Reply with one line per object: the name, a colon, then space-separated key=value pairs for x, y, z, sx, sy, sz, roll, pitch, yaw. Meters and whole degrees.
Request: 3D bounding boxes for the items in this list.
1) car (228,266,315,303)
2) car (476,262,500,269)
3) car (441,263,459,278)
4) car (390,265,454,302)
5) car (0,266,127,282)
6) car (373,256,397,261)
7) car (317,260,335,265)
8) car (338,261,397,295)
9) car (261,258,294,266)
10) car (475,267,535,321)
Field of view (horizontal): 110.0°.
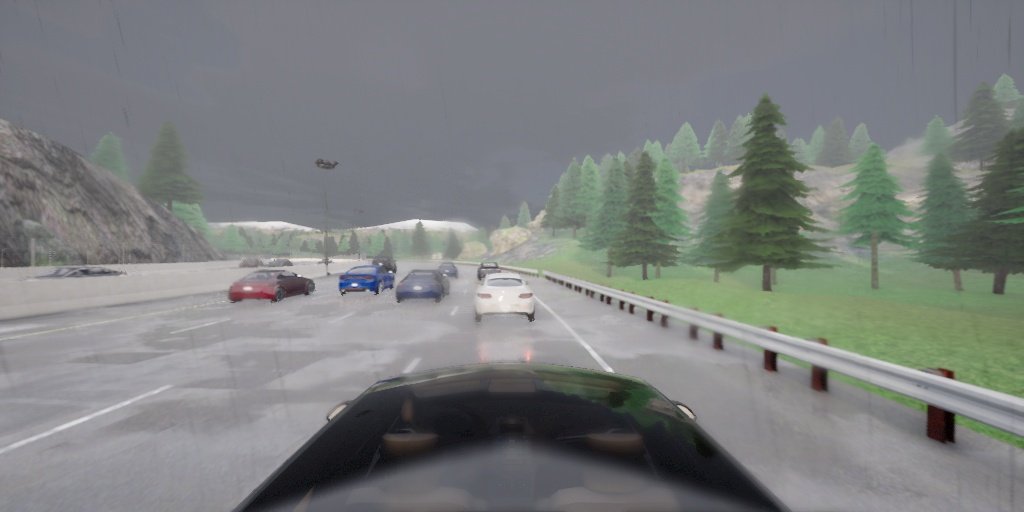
car: x=-11.105 y=1.337 z=16.906 sx=1.994 sy=1.385 sz=4.181 roll=0 pitch=0 yaw=-4
car: x=-1.967 y=1.247 z=29.995 sx=2.128 sy=1.511 sz=4.902 roll=0 pitch=0 yaw=-8
car: x=-6.157 y=1.328 z=34.370 sx=1.994 sy=1.385 sz=4.181 roll=0 pitch=0 yaw=-9
car: x=-4.104 y=1.323 z=17.073 sx=1.994 sy=1.385 sz=4.181 roll=0 pitch=0 yaw=-4
car: x=-21.904 y=1.286 z=17.705 sx=2.128 sy=1.511 sz=4.902 roll=0 pitch=0 yaw=-5
car: x=-14.285 y=1.003 z=40.230 sx=2.150 sy=2.045 sz=5.566 roll=0 pitch=0 yaw=-11
car: x=-29.246 y=1.305 z=56.535 sx=2.128 sy=1.511 sz=4.902 roll=0 pitch=0 yaw=-16
car: x=-7.844 y=1.244 z=19.832 sx=1.882 sy=1.535 sz=5.008 roll=0 pitch=0 yaw=-5
car: x=-30.258 y=1.166 z=46.830 sx=2.097 sy=1.767 sz=4.553 roll=0 pitch=0 yaw=-14
car: x=-0.280 y=1.277 z=12.341 sx=1.812 sy=1.442 sz=4.674 roll=0 pitch=0 yaw=-3
